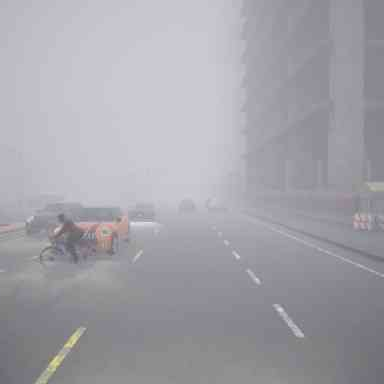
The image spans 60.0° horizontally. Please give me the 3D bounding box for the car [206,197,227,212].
[{"bbox_3d":[2.987,1.528,39.427,1.812,1.442,4.674,0,0,0],"label":"car"}]

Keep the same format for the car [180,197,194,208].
[{"bbox_3d":[-0.738,1.481,48.562,1.882,1.535,5.008,0,0,0],"label":"car"}]

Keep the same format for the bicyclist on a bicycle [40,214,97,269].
[{"bbox_3d":[-3.634,1.456,9.736,1.656,1.620,0.582,-2,0,-1],"label":"bicyclist on a bicycle"}]

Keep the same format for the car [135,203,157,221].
[{"bbox_3d":[-3.913,1.566,26.638,1.994,1.385,4.181,0,0,0],"label":"car"}]

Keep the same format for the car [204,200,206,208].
[{"bbox_3d":[2.811,1.508,49.274,1.837,1.490,4.892,0,0,-1],"label":"car"}]

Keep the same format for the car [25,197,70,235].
[{"bbox_3d":[-7.351,1.353,18.573,2.097,1.767,4.553,0,0,-1],"label":"car"}]

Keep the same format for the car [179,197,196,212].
[{"bbox_3d":[-0.530,1.567,38.741,1.994,1.385,4.181,0,0,-1],"label":"car"}]

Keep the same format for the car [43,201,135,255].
[{"bbox_3d":[-3.787,1.353,13.198,2.097,1.767,4.553,0,0,-1],"label":"car"}]
